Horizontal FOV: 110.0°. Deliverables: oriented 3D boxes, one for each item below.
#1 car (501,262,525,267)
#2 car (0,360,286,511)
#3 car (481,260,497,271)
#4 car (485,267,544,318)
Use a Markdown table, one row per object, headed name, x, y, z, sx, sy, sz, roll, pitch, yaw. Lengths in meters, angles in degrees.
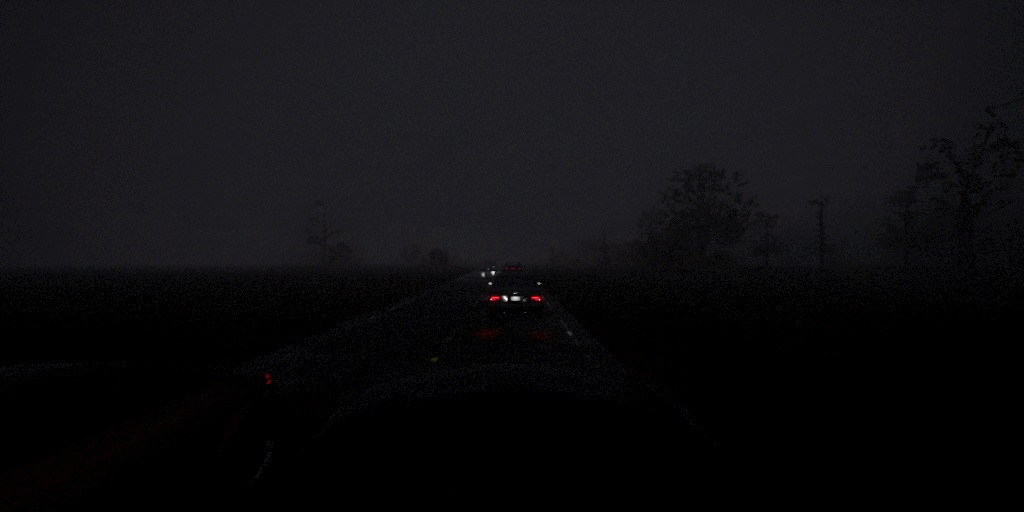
| name | x | y | z | sx | sy | sz | roll | pitch | yaw |
| --- | --- | --- | --- | --- | --- | --- | --- | --- | --- |
| car | 0.101 | 1.238 | 31.578 | 2.128 | 1.511 | 4.902 | 0 | 0 | 0 |
| car | -3.101 | 1.314 | 1.621 | 1.994 | 1.385 | 4.181 | 0 | 0 | 0 |
| car | -3.001 | 1.295 | 48.092 | 2.033 | 1.411 | 5.357 | 0 | 0 | 0 |
| car | 0.100 | 1.296 | 13.019 | 2.033 | 1.411 | 5.357 | 0 | 0 | 0 |
